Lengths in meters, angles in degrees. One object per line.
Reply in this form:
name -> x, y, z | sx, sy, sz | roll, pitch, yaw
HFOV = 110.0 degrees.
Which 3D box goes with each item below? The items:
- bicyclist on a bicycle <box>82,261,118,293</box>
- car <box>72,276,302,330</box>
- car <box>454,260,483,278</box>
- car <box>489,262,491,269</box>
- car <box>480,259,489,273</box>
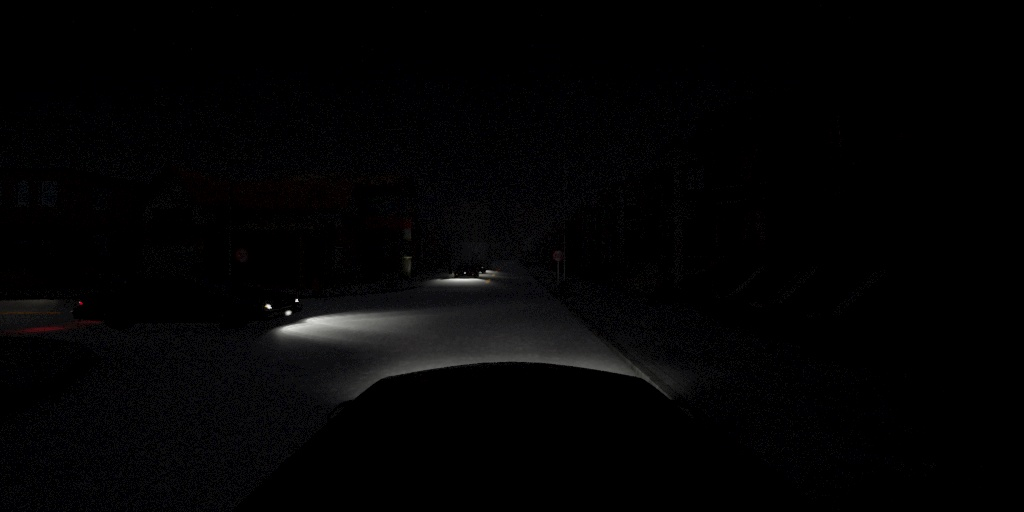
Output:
bicyclist on a bicycle -> -21.604, 1.099, 18.823 | 0.582, 1.620, 1.656 | 0, 0, 0
car -> -9.288, 1.297, 10.527 | 5.357, 1.411, 2.033 | 0, 0, -2
car -> -4.148, 1.314, 33.556 | 1.994, 1.385, 4.181 | 0, 0, 0
car -> -4.137, 1.241, 52.756 | 2.128, 1.511, 4.902 | 0, 0, 0
car -> -4.152, 1.228, 42.442 | 1.882, 1.535, 5.008 | 0, 0, 0
